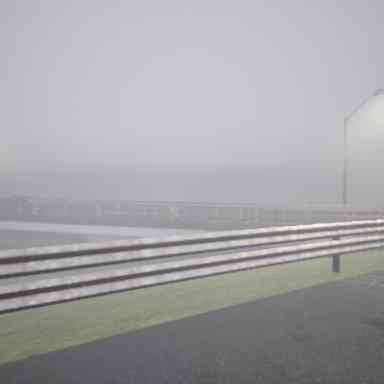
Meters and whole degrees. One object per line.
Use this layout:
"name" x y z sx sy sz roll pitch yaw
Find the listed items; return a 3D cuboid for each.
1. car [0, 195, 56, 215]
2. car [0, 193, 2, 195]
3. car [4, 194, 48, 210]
"car" -13.897 1.281 28.530 4.674 1.442 1.812 1 0 17
"car" -21.782 0.922 35.756 5.566 2.045 2.150 0 0 25
"car" -19.125 1.110 38.392 4.553 1.767 2.097 1 0 25
